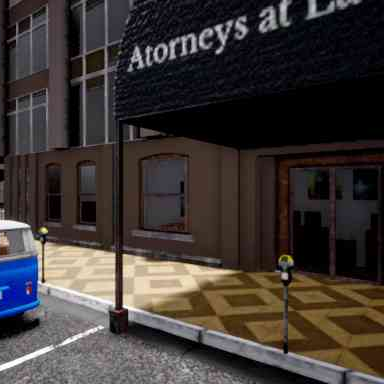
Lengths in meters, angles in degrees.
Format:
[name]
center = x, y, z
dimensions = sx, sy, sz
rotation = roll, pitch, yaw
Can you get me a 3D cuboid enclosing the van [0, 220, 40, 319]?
[van]
center = -4.484, 1.341, 6.066
dimensions = 3.998, 1.788, 1.690
rotation = 0, 0, 35
